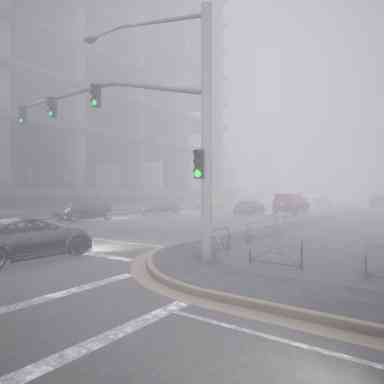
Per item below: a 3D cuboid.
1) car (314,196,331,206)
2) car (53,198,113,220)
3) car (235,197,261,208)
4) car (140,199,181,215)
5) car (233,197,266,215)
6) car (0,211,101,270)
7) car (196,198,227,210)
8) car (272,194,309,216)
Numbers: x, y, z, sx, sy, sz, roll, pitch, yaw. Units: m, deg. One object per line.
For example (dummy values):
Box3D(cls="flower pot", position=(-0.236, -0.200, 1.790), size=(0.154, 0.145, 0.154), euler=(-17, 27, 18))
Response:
Box3D(cls="car", position=(21.844, 1.422, 55.548), size=(1.882, 1.535, 5.008), euler=(0, 0, 35))
Box3D(cls="car", position=(-8.329, 1.297, 25.407), size=(2.097, 1.767, 4.553), euler=(0, 0, 36))
Box3D(cls="car", position=(8.246, 1.470, 48.734), size=(1.812, 1.442, 4.674), euler=(0, 0, 36))
Box3D(cls="car", position=(-3.065, 1.436, 32.831), size=(2.128, 1.511, 4.902), euler=(0, 0, 35))
Box3D(cls="car", position=(5.745, 1.508, 32.815), size=(1.994, 1.385, 4.181), euler=(0, 0, 35))
Box3D(cls="car", position=(-5.418, 1.531, 10.929), size=(1.994, 1.385, 4.181), euler=(0, 0, 35))
Box3D(cls="car", position=(2.385, 1.422, 40.519), size=(1.882, 1.535, 5.008), euler=(0, 0, 36))
Box3D(cls="car", position=(9.621, 1.166, 32.234), size=(2.150, 2.045, 5.566), euler=(0, 0, 35))
